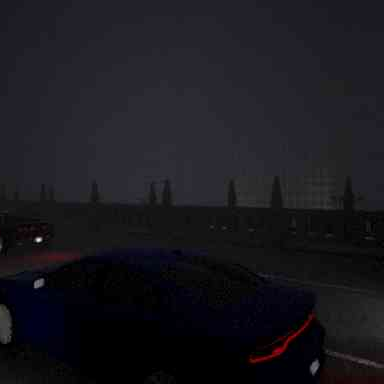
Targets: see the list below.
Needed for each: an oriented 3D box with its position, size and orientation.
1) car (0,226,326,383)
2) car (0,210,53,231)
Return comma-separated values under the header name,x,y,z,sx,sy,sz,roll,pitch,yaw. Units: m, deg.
name,x,y,z,sx,sy,sz,roll,pitch,yaw
car,-0.856,1.477,4.581,5.008,1.535,1.882,0,0,35
car,-7.640,1.505,13.691,4.892,1.490,1.837,0,0,35
